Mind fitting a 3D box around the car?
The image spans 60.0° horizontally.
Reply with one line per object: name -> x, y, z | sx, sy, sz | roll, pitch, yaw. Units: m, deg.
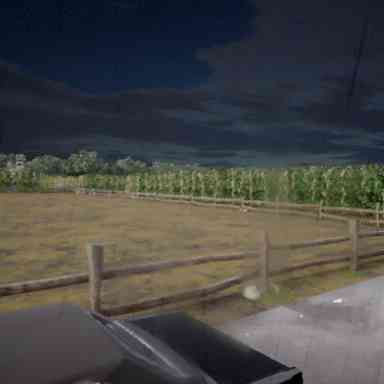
car -> -1.503, 1.603, 1.988 | 4.718, 1.301, 1.895 | 0, 0, -36
